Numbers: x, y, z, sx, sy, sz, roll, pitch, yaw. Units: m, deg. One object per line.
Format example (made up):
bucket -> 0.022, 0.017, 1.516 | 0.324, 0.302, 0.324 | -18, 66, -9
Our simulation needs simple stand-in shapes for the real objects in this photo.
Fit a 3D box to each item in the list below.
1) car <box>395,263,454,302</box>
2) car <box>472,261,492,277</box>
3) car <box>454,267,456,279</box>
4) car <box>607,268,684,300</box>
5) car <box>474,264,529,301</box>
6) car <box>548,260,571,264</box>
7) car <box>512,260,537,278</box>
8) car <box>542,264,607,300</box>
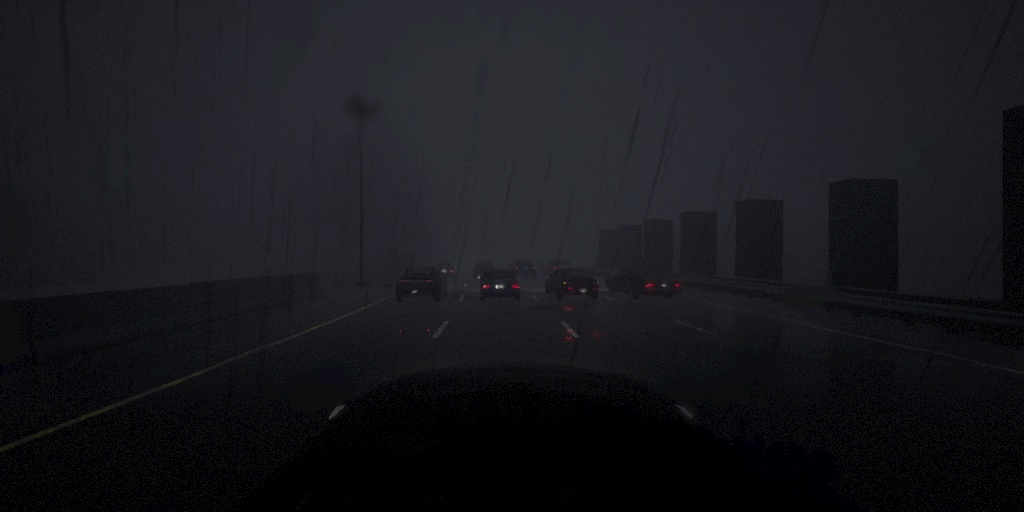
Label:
car -> -4.144, 1.242, 16.920 | 2.128, 1.511, 4.902 | 0, 0, -5
car -> -2.619, 1.232, 32.814 | 1.882, 1.535, 5.008 | 0, 0, -10
car -> -6.071, 1.311, 32.233 | 2.033, 1.411, 5.357 | 0, 0, -10
car -> 6.320, 1.310, 17.795 | 2.033, 1.411, 5.357 | 0, 0, -5
car -> -0.656, 1.310, 17.212 | 2.033, 1.411, 5.357 | 0, 0, -5
car -> 4.289, 1.114, 33.948 | 2.097, 1.767, 4.553 | 0, 0, -10
car -> 0.837, 1.114, 33.366 | 2.097, 1.767, 4.553 | 0, 0, -10
car -> 2.832, 1.280, 17.504 | 1.812, 1.442, 4.674 | 0, 0, -5
